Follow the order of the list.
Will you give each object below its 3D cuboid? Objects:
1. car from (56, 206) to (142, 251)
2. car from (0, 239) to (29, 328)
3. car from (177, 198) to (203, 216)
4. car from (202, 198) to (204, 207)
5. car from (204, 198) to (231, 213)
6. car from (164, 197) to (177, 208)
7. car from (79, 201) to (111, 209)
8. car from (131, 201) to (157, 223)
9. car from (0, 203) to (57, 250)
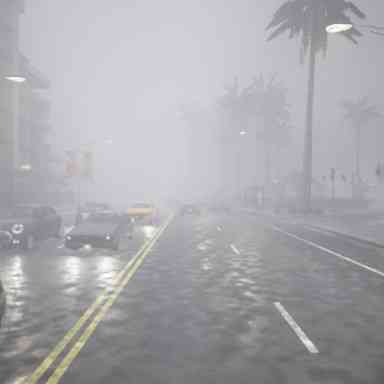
[{"bbox_3d":[-3.684,1.537,14.341,2.033,1.411,5.357,0,0,0],"label":"car"},{"bbox_3d":[-3.616,1.523,3.126,1.812,1.442,4.674,0,0,0],"label":"car"},{"bbox_3d":[-0.269,1.502,32.287,1.812,1.442,4.674,0,0,-3],"label":"car"},{"bbox_3d":[1.264,1.514,46.945,2.033,1.411,5.357,0,0,-14],"label":"car"},{"bbox_3d":[2.888,1.574,36.906,1.895,1.301,4.718,0,0,-6],"label":"car"},{"bbox_3d":[-2.791,1.491,48.343,1.812,1.442,4.674,0,0,-16],"label":"car"},{"bbox_3d":[-7.282,1.474,25.201,2.128,1.511,4.902,0,0,-1],"label":"car"},{"bbox_3d":[-3.766,1.459,25.213,1.882,1.535,5.008,0,0,0],"label":"car"},{"bbox_3d":[-7.185,1.341,14.075,2.097,1.767,4.553,0,0,0],"label":"car"}]
